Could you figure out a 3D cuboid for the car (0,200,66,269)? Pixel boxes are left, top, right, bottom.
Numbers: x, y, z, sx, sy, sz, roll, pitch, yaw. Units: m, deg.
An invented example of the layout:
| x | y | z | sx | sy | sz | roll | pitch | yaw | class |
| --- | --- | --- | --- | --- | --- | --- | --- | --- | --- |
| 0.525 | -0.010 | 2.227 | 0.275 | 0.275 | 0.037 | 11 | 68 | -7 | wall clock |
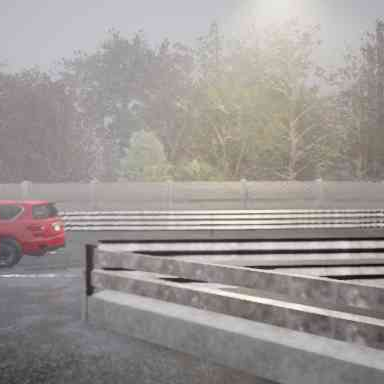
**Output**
| x | y | z | sx | sy | sz | roll | pitch | yaw | class |
| --- | --- | --- | --- | --- | --- | --- | --- | --- | --- |
| -7.114 | 1.298 | 11.096 | 5.566 | 2.045 | 2.150 | 0 | 0 | 3 | car |
